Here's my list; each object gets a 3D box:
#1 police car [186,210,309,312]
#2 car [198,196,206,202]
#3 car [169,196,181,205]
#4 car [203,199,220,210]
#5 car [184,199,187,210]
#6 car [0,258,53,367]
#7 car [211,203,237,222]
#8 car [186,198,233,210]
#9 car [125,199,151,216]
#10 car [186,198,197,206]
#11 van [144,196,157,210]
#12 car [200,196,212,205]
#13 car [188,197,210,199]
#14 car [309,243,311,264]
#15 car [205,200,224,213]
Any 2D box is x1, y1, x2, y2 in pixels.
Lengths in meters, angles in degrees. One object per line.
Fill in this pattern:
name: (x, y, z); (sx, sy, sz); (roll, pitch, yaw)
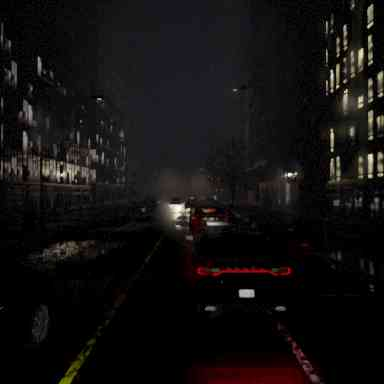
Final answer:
police car: (0.889, 1.454, 8.002); (1.930, 1.638, 5.238); (0, 0, 0)
car: (2.578, 1.765, 85.261); (1.887, 1.381, 4.507); (0, 0, 0)
car: (-3.084, 1.660, 62.007); (1.882, 1.535, 5.008); (0, 0, 0)
car: (2.630, 1.699, 45.414); (2.008, 1.369, 4.403); (0, 0, 0)
car: (-0.046, 1.750, 45.536); (1.895, 1.301, 4.718); (0, 0, 0)
car: (-3.105, 1.539, 3.578); (1.812, 1.442, 4.674); (0, 0, 0)
car: (2.652, 1.681, 28.337); (1.802, 1.307, 4.206); (0, 0, 0)
car: (0.875, 1.414, 17.863); (2.097, 1.767, 4.553); (0, 0, 0)
car: (-5.736, 1.670, 34.021); (2.008, 1.369, 4.403); (0, 0, 0)
car: (-0.078, 1.740, 58.652); (1.994, 1.385, 4.181); (0, 0, 0)
van: (-5.750, 1.491, 45.407); (1.690, 1.788, 3.998); (0, 0, 0)
car: (2.607, 1.623, 62.491); (1.967, 1.590, 4.097); (0, 0, 0)
car: (0.867, 1.435, 23.862); (2.097, 1.767, 4.553); (0, 0, 0)
car: (2.675, 1.622, 11.259); (1.802, 1.307, 4.206); (0, 0, 0)
car: (2.638, 1.685, 39.721); (2.008, 1.369, 4.403); (0, 0, 0)
